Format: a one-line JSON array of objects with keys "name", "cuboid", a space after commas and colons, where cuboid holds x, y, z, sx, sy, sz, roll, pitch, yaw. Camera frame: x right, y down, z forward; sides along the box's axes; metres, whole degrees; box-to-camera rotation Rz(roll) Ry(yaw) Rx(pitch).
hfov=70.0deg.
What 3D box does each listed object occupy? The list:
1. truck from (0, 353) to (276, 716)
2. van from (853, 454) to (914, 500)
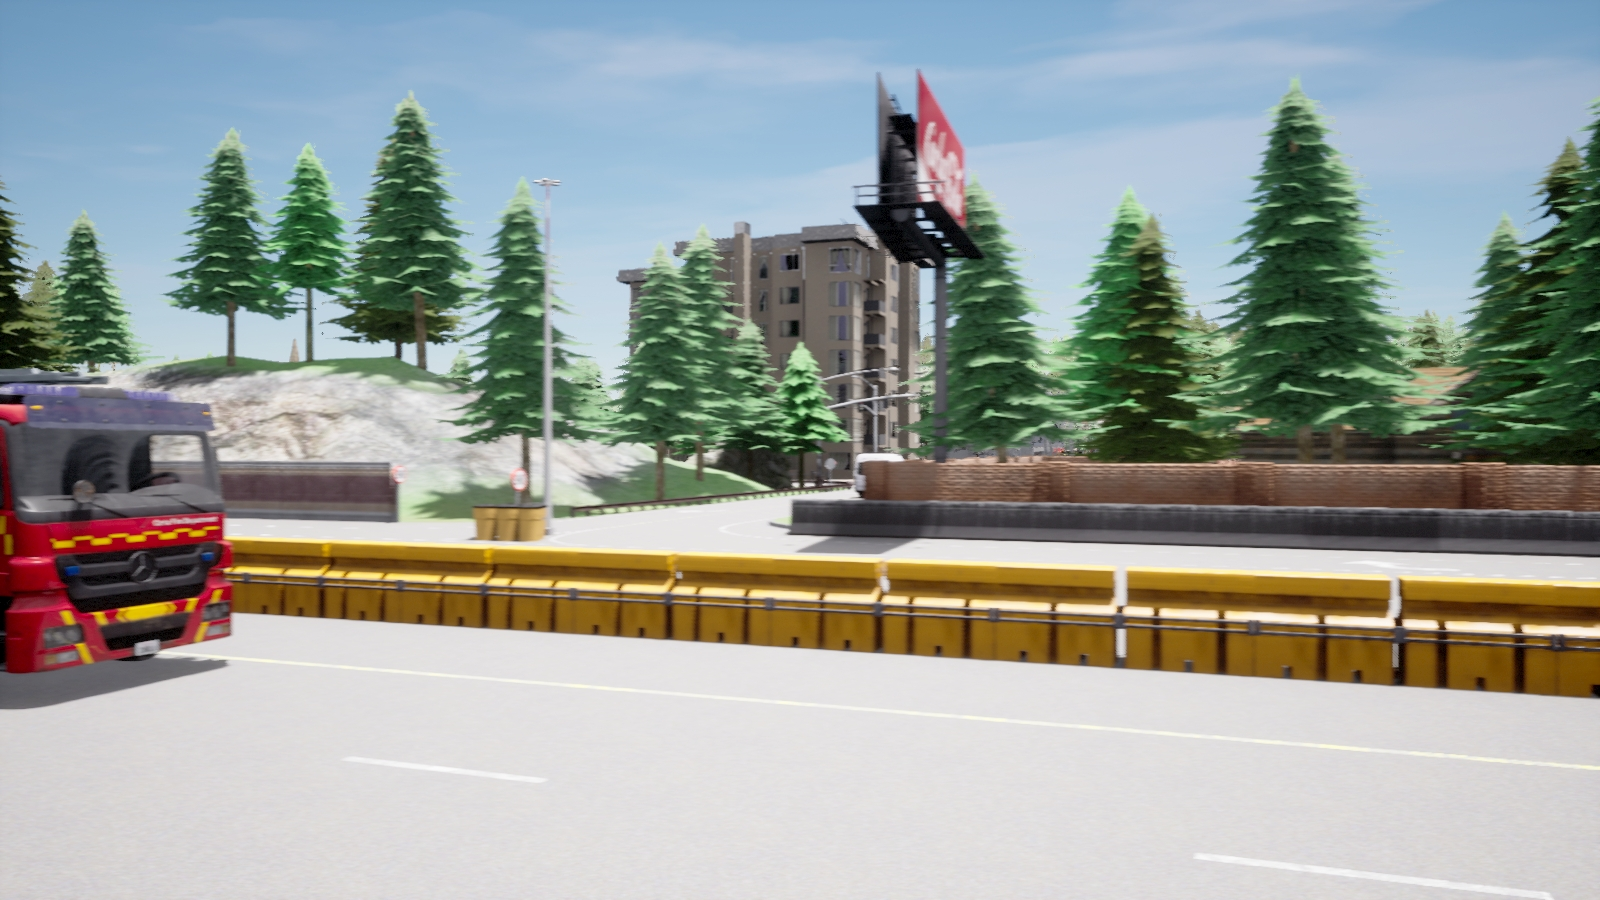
[{"name": "truck", "cuboid": [-11.236, 0.890, 14.835, 8.468, 3.827, 2.891, 0, 0, 20]}, {"name": "van", "cuboid": [4.998, 1.513, 67.382, 1.988, 2.561, 5.915, 0, 0, 21]}]
